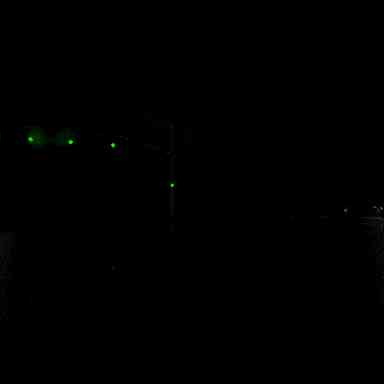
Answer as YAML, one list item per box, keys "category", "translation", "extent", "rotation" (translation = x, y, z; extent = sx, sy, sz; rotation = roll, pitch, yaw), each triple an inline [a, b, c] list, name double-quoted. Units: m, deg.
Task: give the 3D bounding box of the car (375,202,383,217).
- category: "car"
  translation: [19.050, 1.526, 30.082]
  extent: [4.674, 1.442, 1.812]
  rotation: [0, 0, -31]

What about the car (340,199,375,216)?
- category: "car"
  translation: [16.642, 1.492, 32.720]
  extent: [4.902, 1.511, 2.128]
  rotation: [0, 0, -31]
